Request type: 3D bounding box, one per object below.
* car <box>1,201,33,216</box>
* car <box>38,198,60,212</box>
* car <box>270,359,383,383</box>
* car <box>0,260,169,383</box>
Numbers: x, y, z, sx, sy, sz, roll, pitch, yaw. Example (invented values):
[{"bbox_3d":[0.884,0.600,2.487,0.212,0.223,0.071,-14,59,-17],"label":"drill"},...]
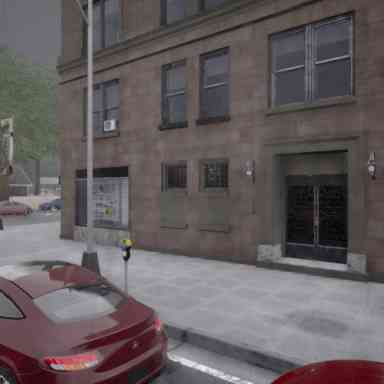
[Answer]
[{"bbox_3d":[-15.975,1.469,28.569,1.994,1.385,4.181,0,0,36],"label":"car"},{"bbox_3d":[-14.289,1.340,36.547,1.882,1.535,5.008,0,0,35],"label":"car"},{"bbox_3d":[2.295,1.545,1.181,4.507,1.381,1.887,0,0,35],"label":"car"},{"bbox_3d":[-2.203,1.582,4.378,4.206,1.307,1.802,0,0,35],"label":"car"}]
